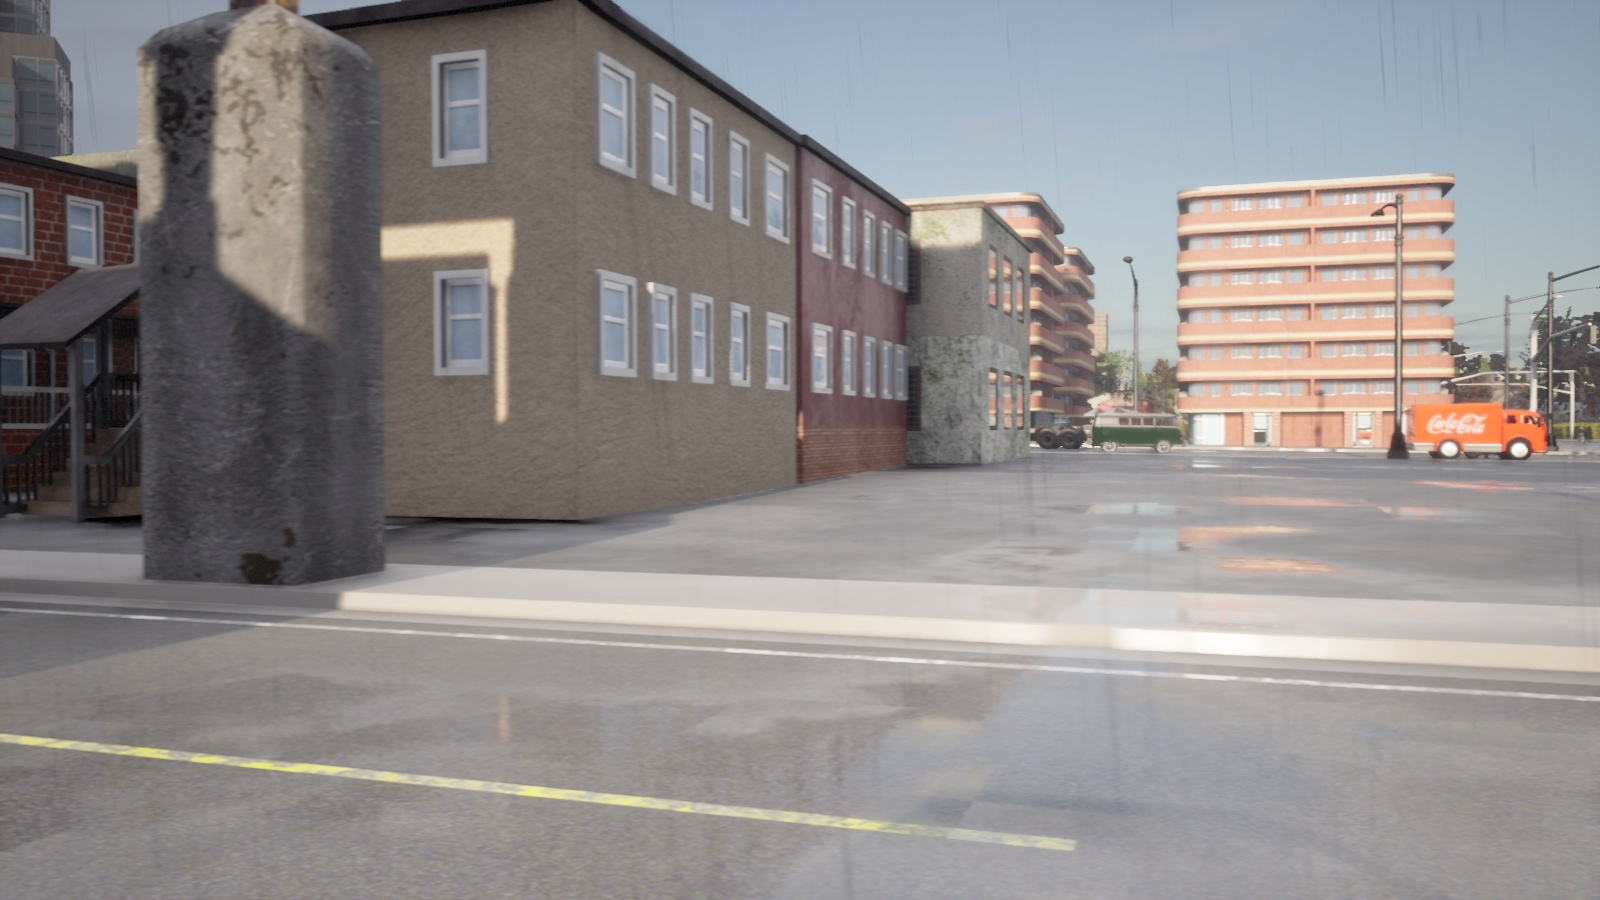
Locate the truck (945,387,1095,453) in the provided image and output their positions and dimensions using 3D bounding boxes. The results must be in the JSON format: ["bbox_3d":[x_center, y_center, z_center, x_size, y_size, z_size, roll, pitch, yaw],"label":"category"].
[{"bbox_3d":[12.390,-1.718,70.687,7.936,3.462,2.891,2,1,18],"label":"truck"}]

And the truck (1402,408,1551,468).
[{"bbox_3d":[29.014,-0.550,54.091,5.204,2.467,2.627,1,1,18],"label":"truck"}]

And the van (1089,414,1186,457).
[{"bbox_3d":[16.535,-0.705,61.757,4.442,1.987,1.775,1,1,11],"label":"van"}]
